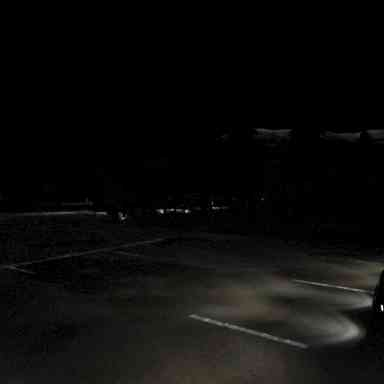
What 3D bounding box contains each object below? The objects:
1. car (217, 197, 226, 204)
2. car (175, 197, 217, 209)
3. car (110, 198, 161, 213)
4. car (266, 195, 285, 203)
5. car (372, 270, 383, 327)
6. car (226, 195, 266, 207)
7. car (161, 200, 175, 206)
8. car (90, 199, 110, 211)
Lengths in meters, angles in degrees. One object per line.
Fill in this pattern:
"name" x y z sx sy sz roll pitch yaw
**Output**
"car" 4.615 1.458 50.789 5.357 1.411 2.033 0 0 -37
"car" 0.567 1.421 43.002 4.892 1.490 1.837 0 0 -41
"car" -6.080 1.414 36.510 1.837 1.490 4.892 0 0 43
"car" 12.727 1.278 55.858 4.553 1.767 2.097 0 0 -28
"car" 5.100 1.352 4.608 4.553 1.767 2.097 0 0 36
"car" 7.948 1.419 48.737 4.902 1.511 2.128 0 0 -35
"car" -2.785 1.425 44.691 4.674 1.442 1.812 0 0 -42
"car" -9.239 1.494 38.316 1.895 1.301 4.718 0 0 43
